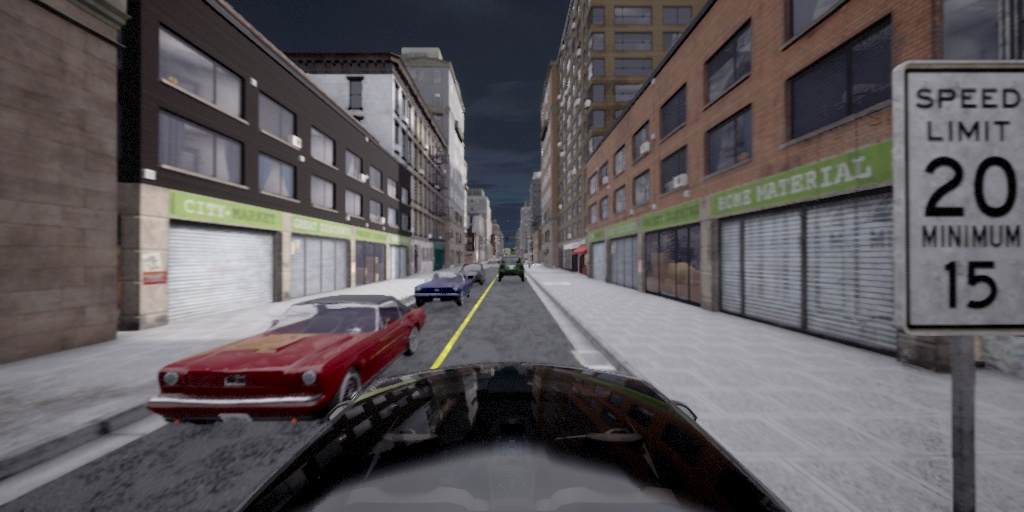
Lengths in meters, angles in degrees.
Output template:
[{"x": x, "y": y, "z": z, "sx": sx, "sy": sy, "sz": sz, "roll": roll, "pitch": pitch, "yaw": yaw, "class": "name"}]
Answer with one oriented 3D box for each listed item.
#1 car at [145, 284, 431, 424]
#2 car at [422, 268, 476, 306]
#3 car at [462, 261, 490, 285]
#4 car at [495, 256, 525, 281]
[{"x": -2.862, "y": 1.362, "z": 5.899, "sx": 1.895, "sy": 1.301, "sz": 4.718, "roll": 0, "pitch": 0, "yaw": 0, "class": "car"}, {"x": -2.894, "y": 1.369, "z": 15.984, "sx": 1.895, "sy": 1.301, "sz": 4.718, "roll": 0, "pitch": 0, "yaw": 0, "class": "car"}, {"x": -2.896, "y": 1.286, "z": 26.370, "sx": 1.837, "sy": 1.490, "sz": 4.892, "roll": 0, "pitch": 0, "yaw": 0, "class": "car"}, {"x": -0.036, "y": 1.001, "z": 30.752, "sx": 2.150, "sy": 2.045, "sz": 5.566, "roll": 0, "pitch": 0, "yaw": 0, "class": "car"}]
